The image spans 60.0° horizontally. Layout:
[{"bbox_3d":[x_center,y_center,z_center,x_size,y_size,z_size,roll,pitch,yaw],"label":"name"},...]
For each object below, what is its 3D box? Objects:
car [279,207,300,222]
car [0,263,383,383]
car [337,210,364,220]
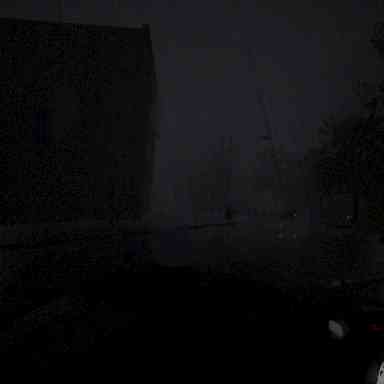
[{"bbox_3d":[10.697,2.410,36.395,1.837,1.490,4.892,1,-2,18],"label":"car"},{"bbox_3d":[0.166,1.482,3.250,5.008,1.535,1.882,0,0,-33],"label":"car"},{"bbox_3d":[25.773,3.618,53.283,4.553,1.767,2.097,3,-2,-6],"label":"car"}]
